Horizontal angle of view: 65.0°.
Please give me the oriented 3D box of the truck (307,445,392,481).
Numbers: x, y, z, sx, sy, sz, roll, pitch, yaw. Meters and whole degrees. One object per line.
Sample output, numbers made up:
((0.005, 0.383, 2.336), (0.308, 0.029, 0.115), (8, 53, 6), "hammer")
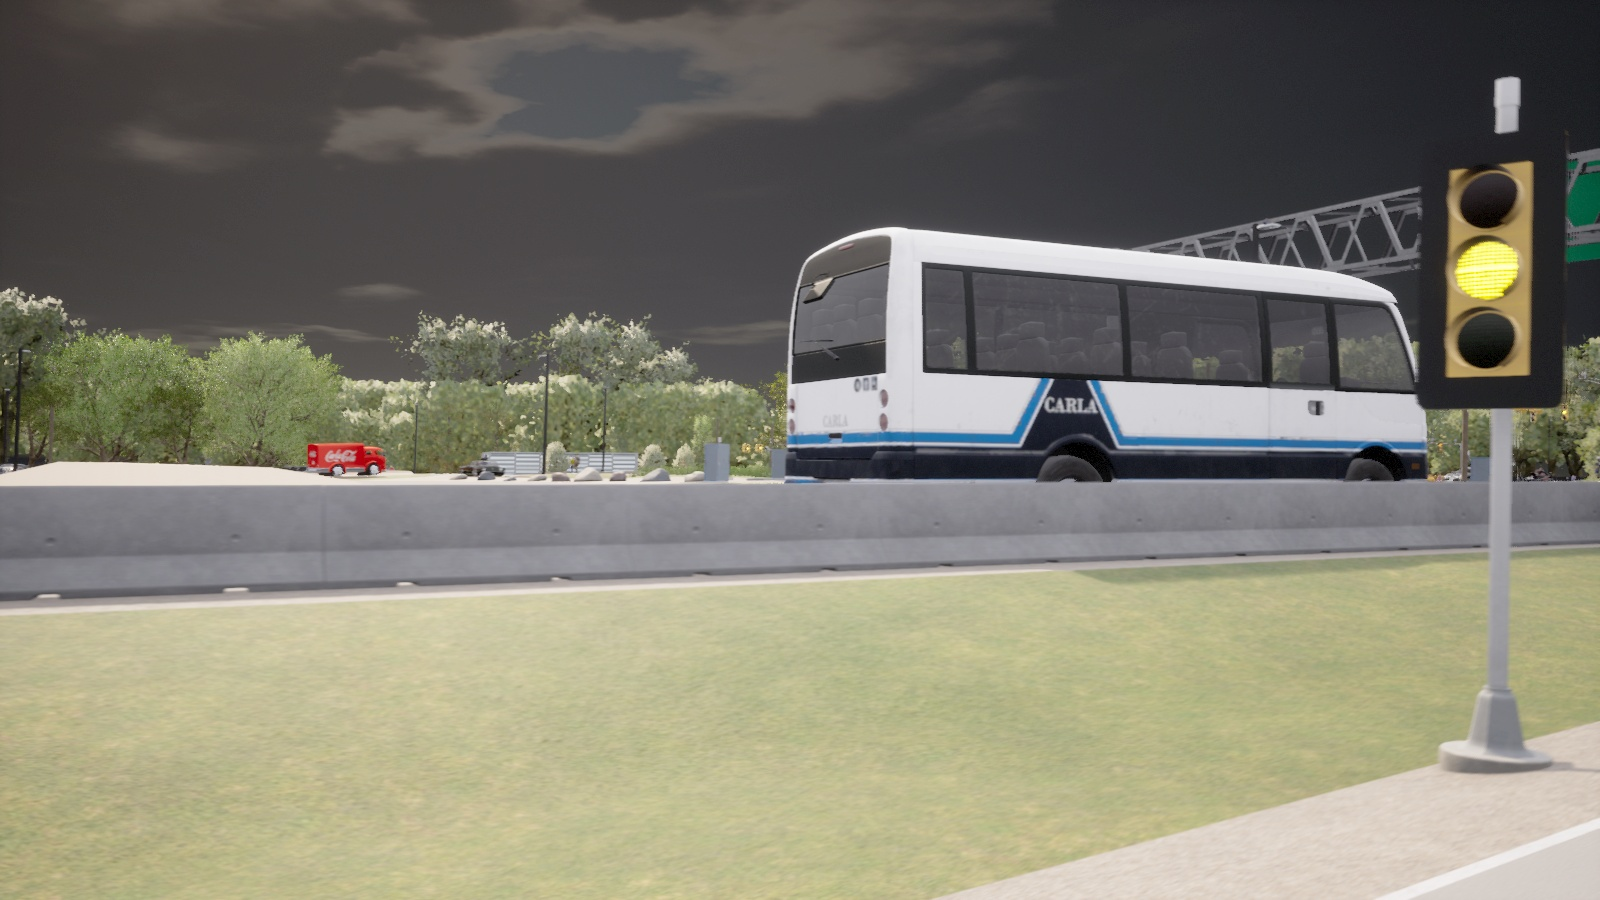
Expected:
((-32.871, 0.891, 91.635), (5.204, 2.467, 2.627), (-1, 1, -40), "truck")

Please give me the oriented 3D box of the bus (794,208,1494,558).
((5.399, -0.766, 19.238), (10.273, 4.253, 3.944), (0, -1, -26), "bus")

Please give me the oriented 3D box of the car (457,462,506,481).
((-22.650, 1.508, 89.178), (1.895, 1.301, 4.718), (2, -2, -34), "car")
